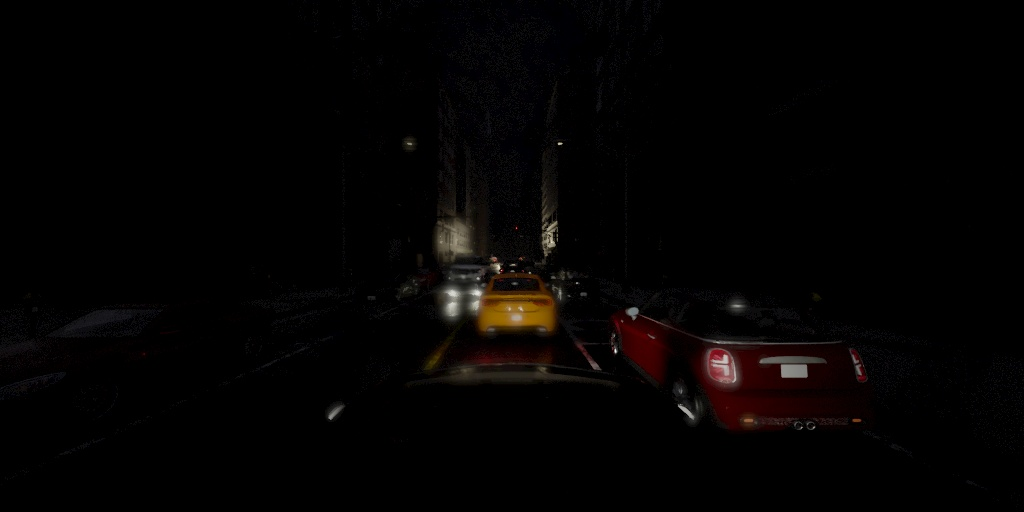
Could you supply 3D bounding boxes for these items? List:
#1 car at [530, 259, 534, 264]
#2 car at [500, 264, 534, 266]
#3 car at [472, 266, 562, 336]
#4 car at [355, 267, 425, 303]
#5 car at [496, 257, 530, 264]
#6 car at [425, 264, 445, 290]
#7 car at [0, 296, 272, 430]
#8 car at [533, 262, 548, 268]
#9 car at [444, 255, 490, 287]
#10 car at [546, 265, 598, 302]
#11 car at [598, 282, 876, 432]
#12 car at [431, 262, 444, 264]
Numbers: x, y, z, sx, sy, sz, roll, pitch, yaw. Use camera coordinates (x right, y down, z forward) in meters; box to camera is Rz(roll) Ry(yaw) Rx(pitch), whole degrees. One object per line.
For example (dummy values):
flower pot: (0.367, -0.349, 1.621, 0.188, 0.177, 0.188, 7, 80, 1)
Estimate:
car: (3.023, 1.232, 64.666, 1.967, 1.591, 4.097, 0, 0, 0)
car: (0.138, 1.315, 19.449, 1.994, 1.385, 4.181, 0, 0, 0)
car: (0.115, 1.228, 10.460, 1.882, 1.535, 5.008, 0, 0, 0)
car: (-5.638, 1.316, 16.593, 1.948, 1.339, 4.313, 0, 0, 0)
car: (0.085, 1.105, 28.181, 2.097, 1.767, 4.553, 0, 0, 1)
car: (-5.627, 1.333, 22.094, 1.802, 1.307, 4.207, 0, 0, 0)
car: (-5.661, 1.332, 5.590, 1.802, 1.307, 4.207, 0, 0, 0)
car: (2.910, 1.318, 27.577, 1.948, 1.339, 4.313, 0, 0, 0)
car: (-2.983, 0.975, 25.039, 2.150, 2.045, 5.566, 0, 0, 1)
car: (2.887, 1.301, 16.575, 2.007, 1.370, 4.403, 0, 0, 0)
car: (2.865, 1.190, 5.572, 1.967, 1.591, 4.097, 0, 0, 0)
car: (-5.615, 1.192, 27.595, 1.967, 1.591, 4.097, 0, 0, 0)
